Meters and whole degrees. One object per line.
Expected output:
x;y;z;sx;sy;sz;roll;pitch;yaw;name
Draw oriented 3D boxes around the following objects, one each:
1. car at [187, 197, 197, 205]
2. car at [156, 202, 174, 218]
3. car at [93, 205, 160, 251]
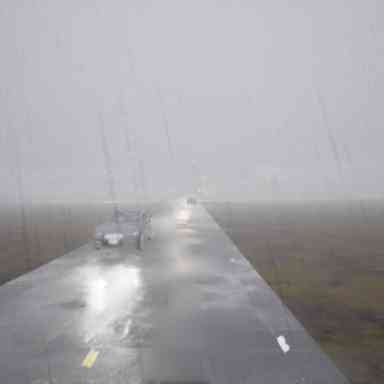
-0.072;1.642;63.005;1.837;1.490;4.892;0;0;0;car
-2.790;1.680;31.591;1.994;1.385;4.181;0;0;0;car
-2.820;1.556;14.501;2.128;1.511;4.902;0;0;1;car
